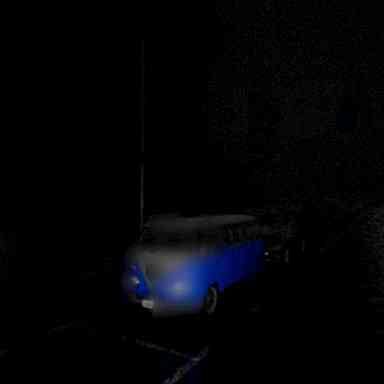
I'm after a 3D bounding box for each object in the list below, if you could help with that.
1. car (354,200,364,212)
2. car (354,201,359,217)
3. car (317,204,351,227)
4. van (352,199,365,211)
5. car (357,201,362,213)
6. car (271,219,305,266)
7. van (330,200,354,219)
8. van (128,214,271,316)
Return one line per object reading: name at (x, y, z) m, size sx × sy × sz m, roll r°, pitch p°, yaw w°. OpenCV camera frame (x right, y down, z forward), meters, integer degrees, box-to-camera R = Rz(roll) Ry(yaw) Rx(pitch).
car at (21.879, 2.170, 45.112) m, size 1.752 × 1.417 × 4.829 m, roll 0°, pitch -1°, yaw 30°
car at (16.463, 2.029, 35.682) m, size 1.752 × 1.417 × 4.829 m, roll 0°, pitch -1°, yaw 30°
car at (11.132, 1.932, 26.399) m, size 1.947 × 1.339 × 4.313 m, roll 0°, pitch -1°, yaw 30°
van at (27.380, 2.130, 54.691) m, size 1.690 × 1.788 × 3.998 m, roll 0°, pitch -1°, yaw 30°
car at (19.256, 2.142, 40.543) m, size 1.947 × 1.339 × 4.313 m, roll 0°, pitch -1°, yaw 30°
car at (3.009, 1.711, 12.254) m, size 2.008 × 1.369 × 4.403 m, roll 0°, pitch -1°, yaw 30°
van at (13.841, 1.777, 31.117) m, size 1.690 × 1.788 × 3.998 m, roll 0°, pitch -1°, yaw 30°
van at (0.302, 1.433, 7.542) m, size 1.690 × 1.788 × 3.998 m, roll 0°, pitch -1°, yaw 30°
